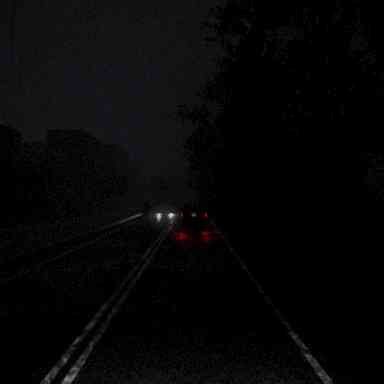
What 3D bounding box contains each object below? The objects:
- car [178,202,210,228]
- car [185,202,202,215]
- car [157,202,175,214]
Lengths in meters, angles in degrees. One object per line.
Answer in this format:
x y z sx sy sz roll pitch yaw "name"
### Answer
0.134 1.583 24.002 2.097 1.767 4.553 0 -1 0 "car"
0.168 1.949 41.399 2.033 1.411 5.357 0 -1 0 "car"
-3.274 1.930 41.665 1.812 1.442 4.674 0 0 0 "car"
